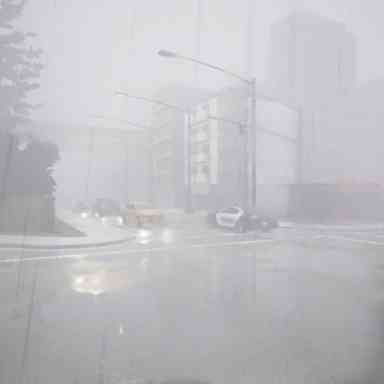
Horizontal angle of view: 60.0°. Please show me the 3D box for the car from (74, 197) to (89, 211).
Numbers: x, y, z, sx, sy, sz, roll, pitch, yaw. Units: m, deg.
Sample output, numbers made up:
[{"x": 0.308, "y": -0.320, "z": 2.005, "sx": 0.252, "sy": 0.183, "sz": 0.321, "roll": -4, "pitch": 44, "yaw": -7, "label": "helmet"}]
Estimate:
[{"x": -12.872, "y": 1.595, "z": 40.757, "sx": 1.895, "sy": 1.301, "sz": 4.718, "roll": 0, "pitch": 0, "yaw": -28, "label": "car"}]

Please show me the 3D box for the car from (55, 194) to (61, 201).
[{"x": -31.598, "y": 1.446, "z": 75.358, "sx": 2.038, "sy": 1.542, "sz": 4.974, "roll": 0, "pitch": 0, "yaw": -4, "label": "car"}]

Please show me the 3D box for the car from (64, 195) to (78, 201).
[{"x": -27.790, "y": 1.443, "z": 77.061, "sx": 4.974, "sy": 1.542, "sz": 2.038, "roll": 0, "pitch": 0, "yaw": 41, "label": "car"}]

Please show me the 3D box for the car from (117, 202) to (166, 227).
[{"x": -3.470, "y": 1.473, "z": 23.264, "sx": 1.882, "sy": 1.535, "sz": 5.008, "roll": 0, "pitch": 0, "yaw": -28, "label": "car"}]

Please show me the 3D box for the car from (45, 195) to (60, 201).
[{"x": -31.602, "y": 1.288, "z": 75.410, "sx": 1.853, "sy": 1.218, "sz": 4.536, "roll": 0, "pitch": 0, "yaw": -4, "label": "car"}]

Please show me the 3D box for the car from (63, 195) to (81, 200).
[{"x": -27.829, "y": 1.286, "z": 77.096, "sx": 4.536, "sy": 1.218, "sz": 1.853, "roll": 0, "pitch": 0, "yaw": 41, "label": "car"}]

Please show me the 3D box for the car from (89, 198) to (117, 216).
[{"x": -8.158, "y": 1.347, "z": 31.967, "sx": 2.097, "sy": 1.767, "sz": 4.553, "roll": 0, "pitch": 0, "yaw": -28, "label": "car"}]

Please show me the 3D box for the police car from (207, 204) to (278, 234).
[{"x": 2.655, "y": 1.502, "z": 19.484, "sx": 2.038, "sy": 1.542, "sz": 4.974, "roll": 0, "pitch": 0, "yaw": -28, "label": "police car"}]
